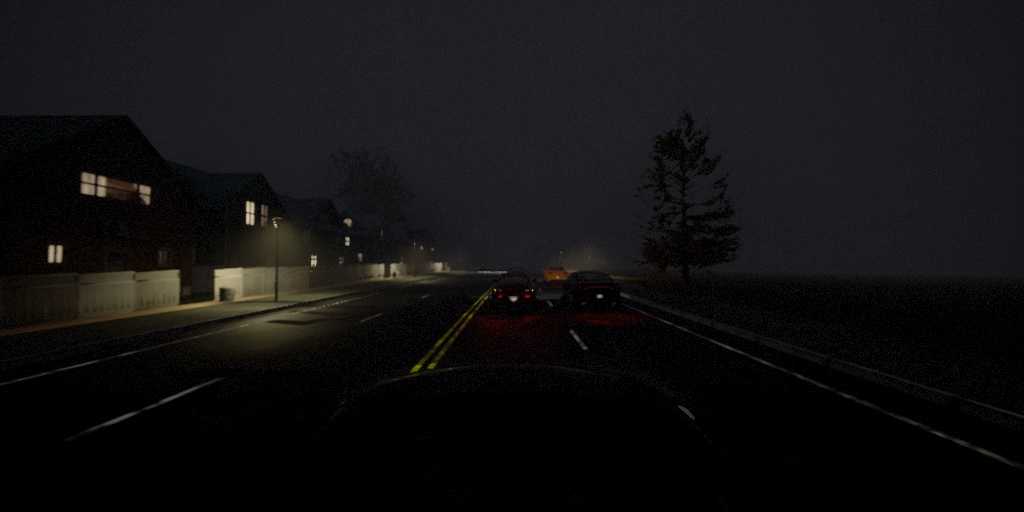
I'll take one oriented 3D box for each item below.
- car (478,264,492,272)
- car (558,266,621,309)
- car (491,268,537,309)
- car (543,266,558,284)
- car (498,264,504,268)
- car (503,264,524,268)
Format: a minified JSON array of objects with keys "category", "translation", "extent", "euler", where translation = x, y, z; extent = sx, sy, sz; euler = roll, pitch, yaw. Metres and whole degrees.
[{"category":"car","translation":[-4.600,2.015,62.045],"extent":[2.033,1.411,5.357],"euler":[0,-1,4]},{"category":"car","translation":[3.380,1.386,16.017],"extent":[1.882,1.535,5.008],"euler":[0,0,1]},{"category":"car","translation":[0.121,1.431,15.707],"extent":[1.812,1.442,4.674],"euler":[0,0,1]},{"category":"car","translation":[3.727,1.557,30.940],"extent":[1.882,1.535,5.008],"euler":[0,0,2]},{"category":"car","translation":[-1.297,2.072,62.653],"extent":[1.895,1.301,4.718],"euler":[0,-1,4]},{"category":"car","translation":[0.462,1.604,30.686],"extent":[1.812,1.442,4.674],"euler":[0,0,2]}]
